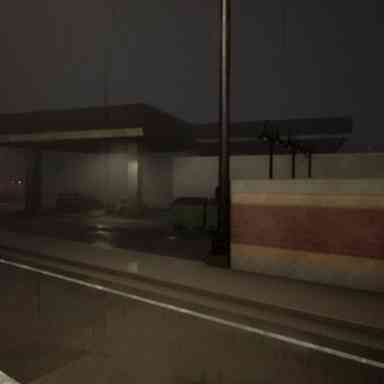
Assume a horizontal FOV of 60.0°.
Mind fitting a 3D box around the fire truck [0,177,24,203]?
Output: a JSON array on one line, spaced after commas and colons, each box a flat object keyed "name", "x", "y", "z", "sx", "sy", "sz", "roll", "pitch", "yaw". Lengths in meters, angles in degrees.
[{"name": "fire truck", "x": -29.401, "y": -0.257, "z": 48.670, "sx": 2.891, "sy": 3.827, "sz": 8.468, "roll": 1, "pitch": 1, "yaw": 37}]

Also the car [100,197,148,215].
[{"name": "car", "x": -5.725, "y": 1.195, "z": 29.480, "sx": 1.970, "sy": 1.475, "sz": 3.806, "roll": 1, "pitch": 1, "yaw": 37}]

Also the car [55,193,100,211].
[{"name": "car", "x": -10.787, "y": 0.966, "z": 32.298, "sx": 2.242, "sy": 1.667, "sz": 4.611, "roll": 1, "pitch": 1, "yaw": 37}]
